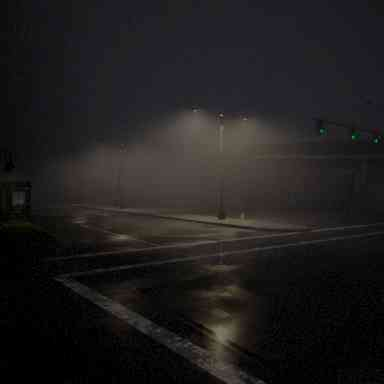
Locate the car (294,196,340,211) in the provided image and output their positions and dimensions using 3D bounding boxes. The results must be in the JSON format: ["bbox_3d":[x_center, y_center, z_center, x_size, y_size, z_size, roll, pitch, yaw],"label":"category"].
[{"bbox_3d":[13.896,1.295,38.116,2.242,1.667,4.611,0,0,-35],"label":"car"}]

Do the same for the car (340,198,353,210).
[{"bbox_3d":[18.160,1.456,42.040,1.970,1.475,3.806,0,0,-35],"label":"car"}]

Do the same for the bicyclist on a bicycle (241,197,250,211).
[{"bbox_3d":[6.318,1.430,39.756,1.656,1.620,0.582,-6,-7,-37],"label":"bicyclist on a bicycle"}]

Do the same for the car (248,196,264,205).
[{"bbox_3d":[11.850,1.478,60.724,1.882,1.535,5.008,0,0,29],"label":"car"}]

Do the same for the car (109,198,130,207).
[{"bbox_3d":[-11.092,1.564,50.726,1.994,1.385,4.181,0,0,-35],"label":"car"}]
